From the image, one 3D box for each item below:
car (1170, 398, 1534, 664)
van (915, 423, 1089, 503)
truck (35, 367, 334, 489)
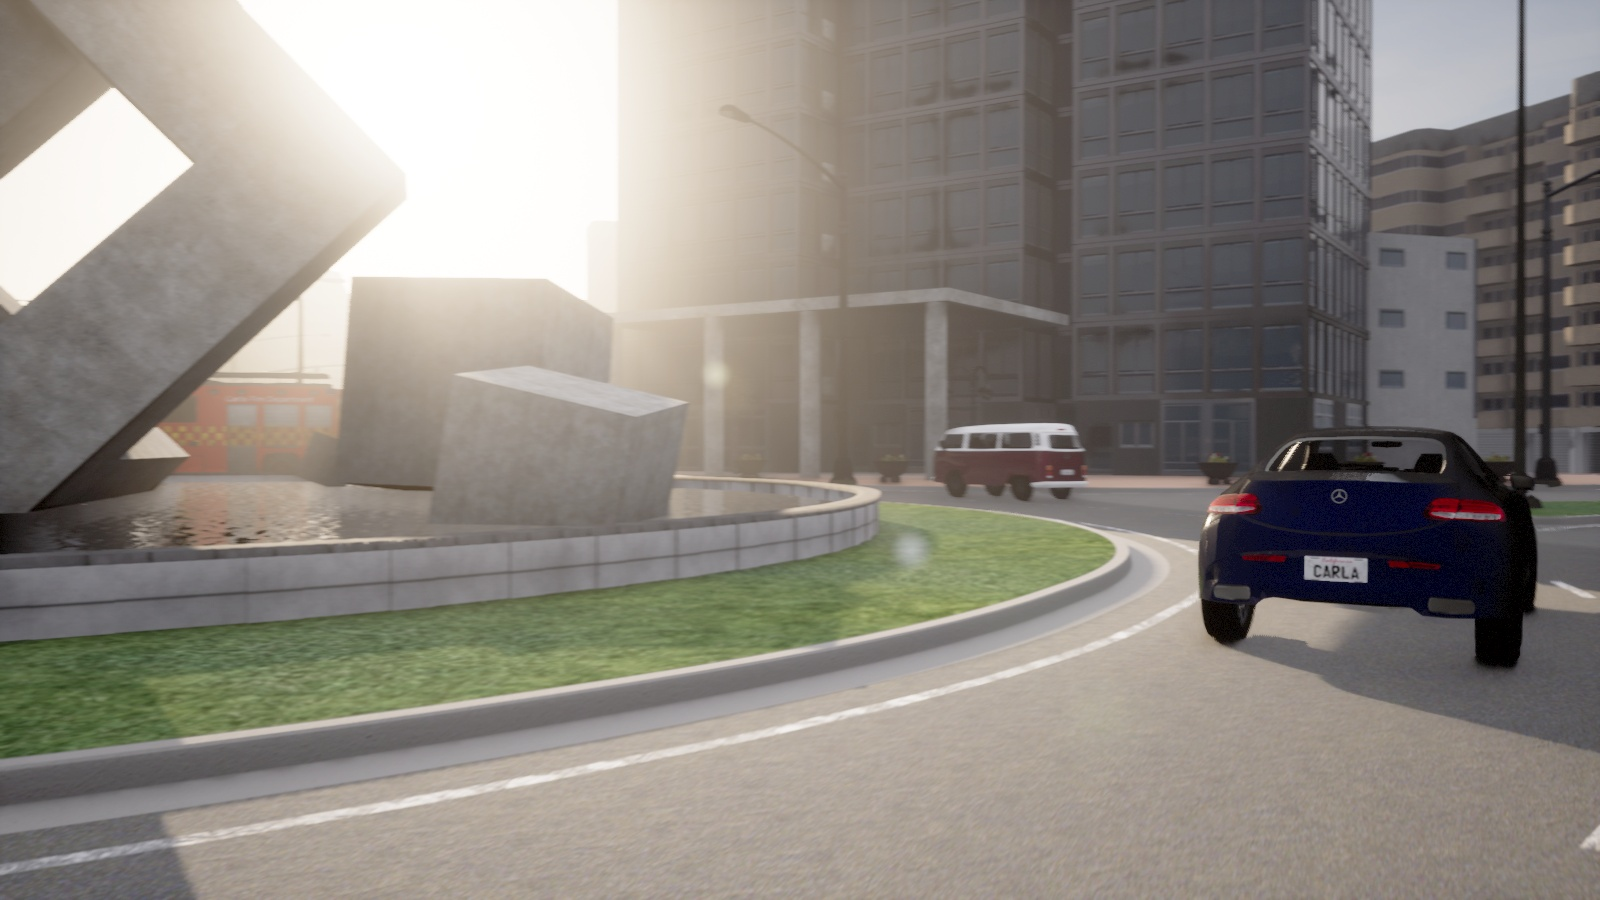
[{"bbox_3d":[4.851,0.488,10.507,2.152,1.651,5.027,0,0,31],"label":"car"},{"bbox_3d":[5.418,0.318,34.236,2.069,2.038,4.480,0,0,-37],"label":"van"},{"bbox_3d":[-20.148,-0.685,41.690,8.468,3.827,2.891,0,0,-13],"label":"truck"}]
